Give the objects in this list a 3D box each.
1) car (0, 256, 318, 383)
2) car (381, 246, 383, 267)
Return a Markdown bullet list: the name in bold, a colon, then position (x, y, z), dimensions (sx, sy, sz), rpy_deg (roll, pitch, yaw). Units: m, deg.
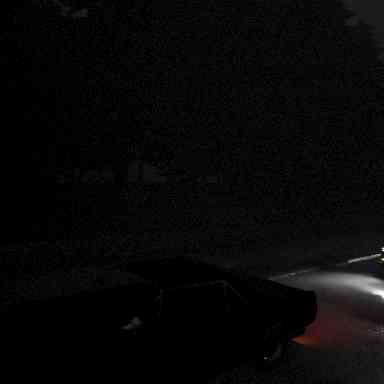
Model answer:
- **car**: position (-0.602, 1.609, 4.161), dimensions (4.718, 1.301, 1.895), rpy_deg (0, 0, -35)
- **car**: position (7.522, 1.558, 9.926), dimensions (4.892, 1.490, 1.837), rpy_deg (0, 0, -35)
